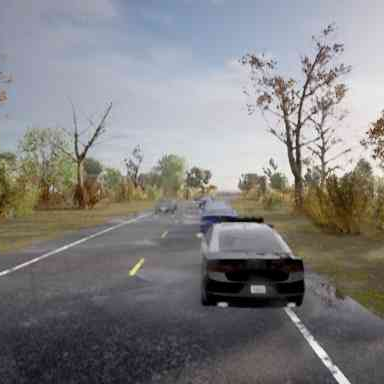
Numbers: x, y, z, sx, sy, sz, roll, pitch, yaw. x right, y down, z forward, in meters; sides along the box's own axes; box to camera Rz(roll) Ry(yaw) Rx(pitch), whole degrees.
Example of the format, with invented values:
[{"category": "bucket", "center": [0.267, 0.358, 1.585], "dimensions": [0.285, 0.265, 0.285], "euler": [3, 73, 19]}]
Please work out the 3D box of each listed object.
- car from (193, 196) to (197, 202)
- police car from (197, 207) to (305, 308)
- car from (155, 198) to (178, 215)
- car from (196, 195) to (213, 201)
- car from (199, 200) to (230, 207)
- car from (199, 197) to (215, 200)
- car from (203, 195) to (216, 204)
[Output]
[{"category": "car", "center": [1.434, 1.494, 75.069], "dimensions": [1.994, 1.385, 4.181], "euler": [0, 0, 7]}, {"category": "police car", "center": [1.144, 1.398, 8.080], "dimensions": [1.930, 1.638, 5.238], "euler": [0, 0, 1]}, {"category": "car", "center": [-2.495, 1.402, 33.354], "dimensions": [2.128, 1.511, 4.902], "euler": [0, 0, 3]}, {"category": "car", "center": [2.041, 1.433, 46.574], "dimensions": [1.812, 1.442, 4.674], "euler": [0, 0, 6]}, {"category": "car", "center": [1.408, 1.419, 17.922], "dimensions": [1.882, 1.535, 5.008], "euler": [0, 0, 2]}, {"category": "car", "center": [1.644, 1.404, 23.891], "dimensions": [1.882, 1.535, 5.008], "euler": [0, 0, 3]}, {"category": "car", "center": [3.202, 1.414, 60.355], "dimensions": [2.128, 1.511, 4.902], "euler": [0, 0, 6]}]
